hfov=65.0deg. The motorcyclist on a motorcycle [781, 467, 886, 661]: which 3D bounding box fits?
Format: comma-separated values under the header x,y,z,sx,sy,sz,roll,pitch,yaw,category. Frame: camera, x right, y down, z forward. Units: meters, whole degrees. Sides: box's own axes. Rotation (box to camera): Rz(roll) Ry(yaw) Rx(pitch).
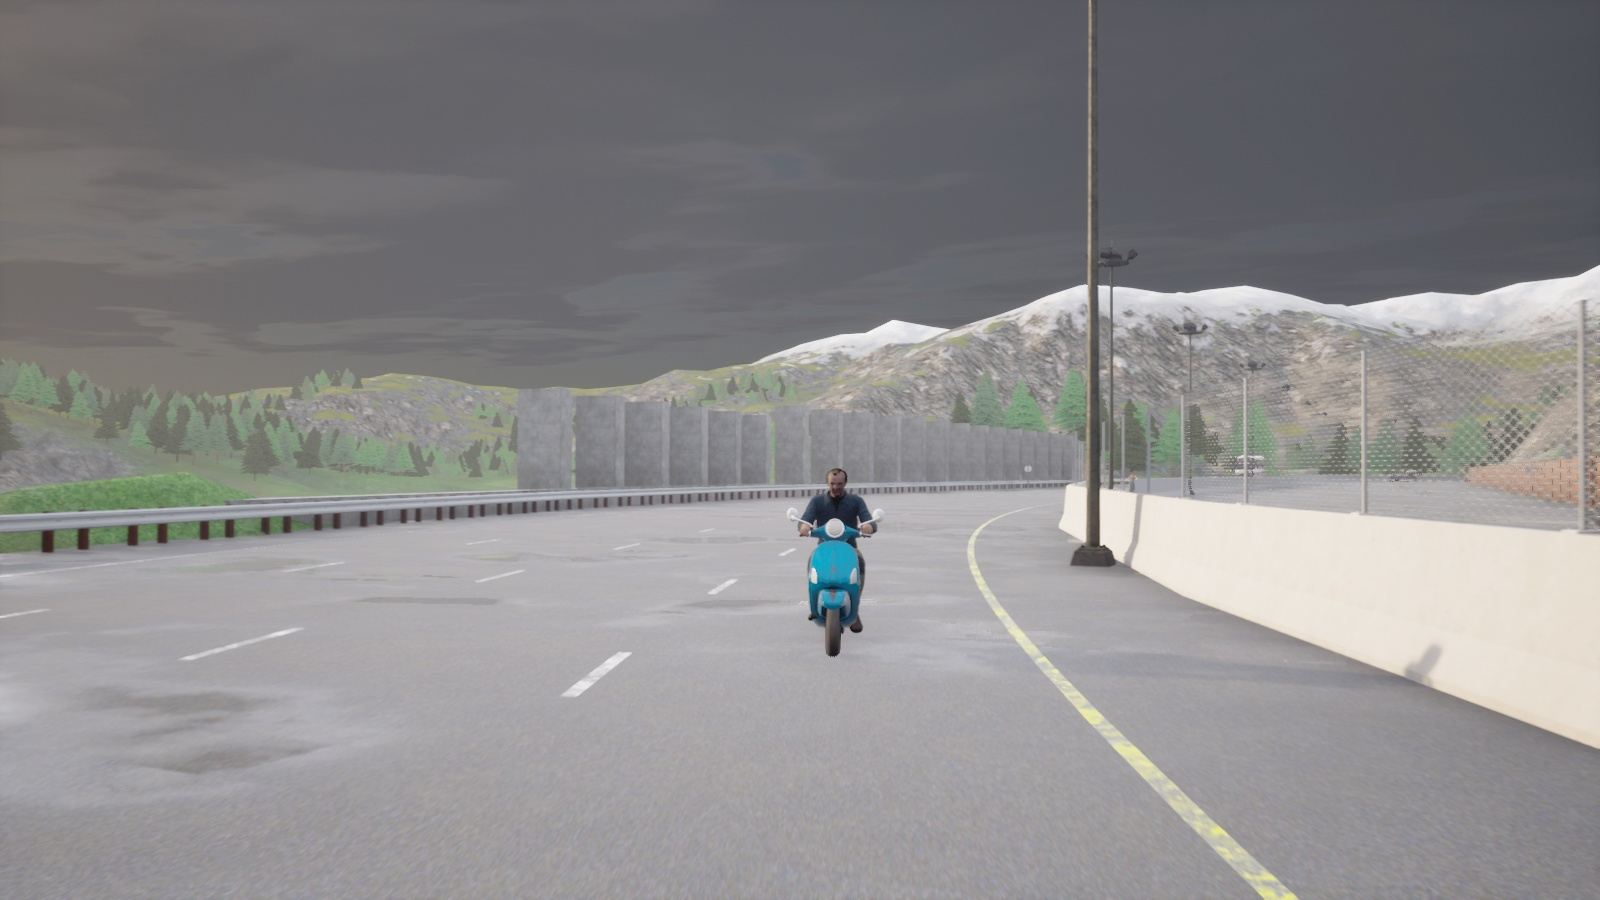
x,y,z,sx,sy,sz,roll,pitch,yaw,category
0.330,0.956,11.273,0.866,1.590,1.817,0,-1,4,motorcyclist on a motorcycle
